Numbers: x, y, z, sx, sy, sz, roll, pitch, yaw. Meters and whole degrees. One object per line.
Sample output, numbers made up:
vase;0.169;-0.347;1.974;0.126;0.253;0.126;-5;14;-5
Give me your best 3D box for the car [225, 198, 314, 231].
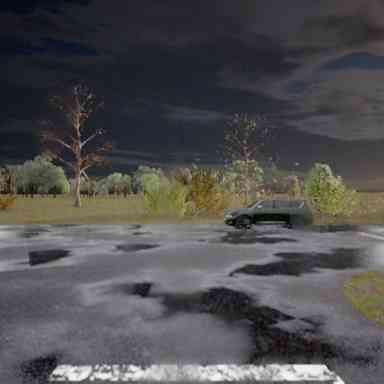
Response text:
car;4.903;1.409;21.320;5.566;2.045;2.150;0;0;-2
